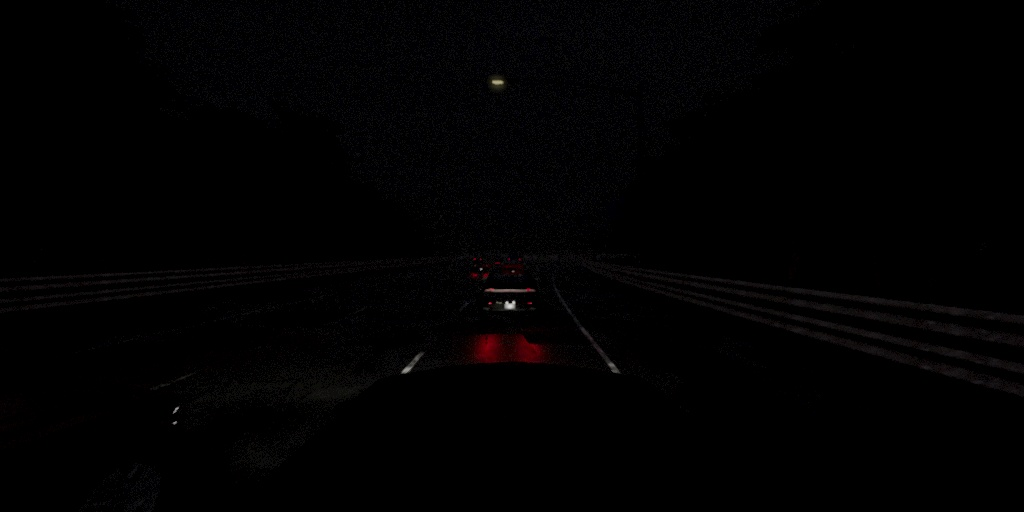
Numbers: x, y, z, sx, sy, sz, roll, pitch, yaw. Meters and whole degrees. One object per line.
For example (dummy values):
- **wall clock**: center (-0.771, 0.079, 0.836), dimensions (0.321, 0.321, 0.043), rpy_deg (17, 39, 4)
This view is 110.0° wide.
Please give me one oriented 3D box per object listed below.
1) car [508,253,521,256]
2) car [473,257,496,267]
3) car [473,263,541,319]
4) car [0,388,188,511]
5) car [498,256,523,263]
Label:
- **car**: center (0.363, 0.587, 49.328), dimensions (2.150, 2.045, 5.566), rpy_deg (0, 0, 1)
- **car**: center (-3.192, 1.040, 40.074), dimensions (1.895, 1.301, 4.718), rpy_deg (0, 1, 1)
- **car**: center (-0.055, 1.168, 12.420), dimensions (2.128, 1.511, 4.902), rpy_deg (0, 0, 0)
- **car**: center (-3.433, 1.229, 0.691), dimensions (1.882, 1.535, 5.008), rpy_deg (0, 0, 0)
- **car**: center (0.106, 1.007, 30.329), dimensions (1.882, 1.535, 5.008), rpy_deg (0, 1, 1)
